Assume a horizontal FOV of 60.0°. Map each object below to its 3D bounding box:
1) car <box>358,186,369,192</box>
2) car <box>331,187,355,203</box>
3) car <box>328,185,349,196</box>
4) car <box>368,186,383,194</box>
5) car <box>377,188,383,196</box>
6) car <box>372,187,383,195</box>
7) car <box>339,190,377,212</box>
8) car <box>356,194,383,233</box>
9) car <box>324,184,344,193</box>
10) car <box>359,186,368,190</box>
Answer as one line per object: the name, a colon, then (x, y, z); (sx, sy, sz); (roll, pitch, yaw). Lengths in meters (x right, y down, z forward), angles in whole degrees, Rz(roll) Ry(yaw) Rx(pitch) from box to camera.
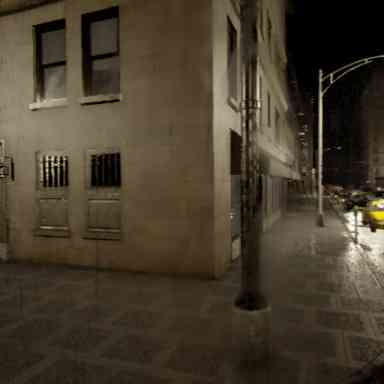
car: (42.423, -0.782, 82.449); (2.008, 1.369, 4.403); (0, 1, 20)
car: (17.129, 0.499, 37.301); (2.008, 1.369, 4.403); (0, 1, 20)
car: (21.076, 0.109, 47.950); (1.967, 1.590, 4.097); (0, 1, 20)
car: (26.219, 0.153, 46.042); (2.128, 1.511, 4.902); (0, 1, 20)
car: (32.552, -0.056, 55.819); (1.947, 1.339, 4.313); (0, 1, 20)
car: (34.585, -0.241, 61.303); (1.752, 1.417, 4.829); (0, 1, 20)
car: (13.181, 0.793, 26.650); (1.947, 1.339, 4.313); (0, 1, 20)
car: (9.174, 1.035, 15.840); (1.752, 1.417, 4.829); (0, 1, 20)
car: (25.022, -0.295, 58.597); (2.192, 1.841, 5.009); (0, 1, 20)
car: (40.449, -0.645, 77.123); (1.887, 1.381, 4.507); (0, 1, 20)
